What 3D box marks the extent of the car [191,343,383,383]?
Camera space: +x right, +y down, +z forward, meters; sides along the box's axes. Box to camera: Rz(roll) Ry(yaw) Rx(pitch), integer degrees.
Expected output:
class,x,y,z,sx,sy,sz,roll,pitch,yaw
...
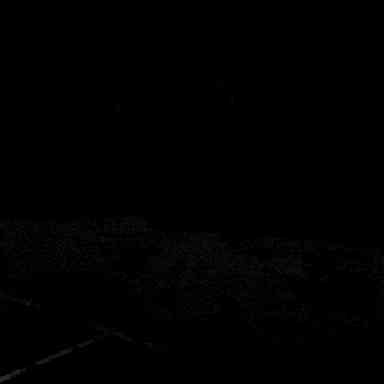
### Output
class,x,y,z,sx,sy,sz,roll,pitch,yaw
car,1.776,1.560,1.693,4.313,1.339,1.947,-1,0,35
